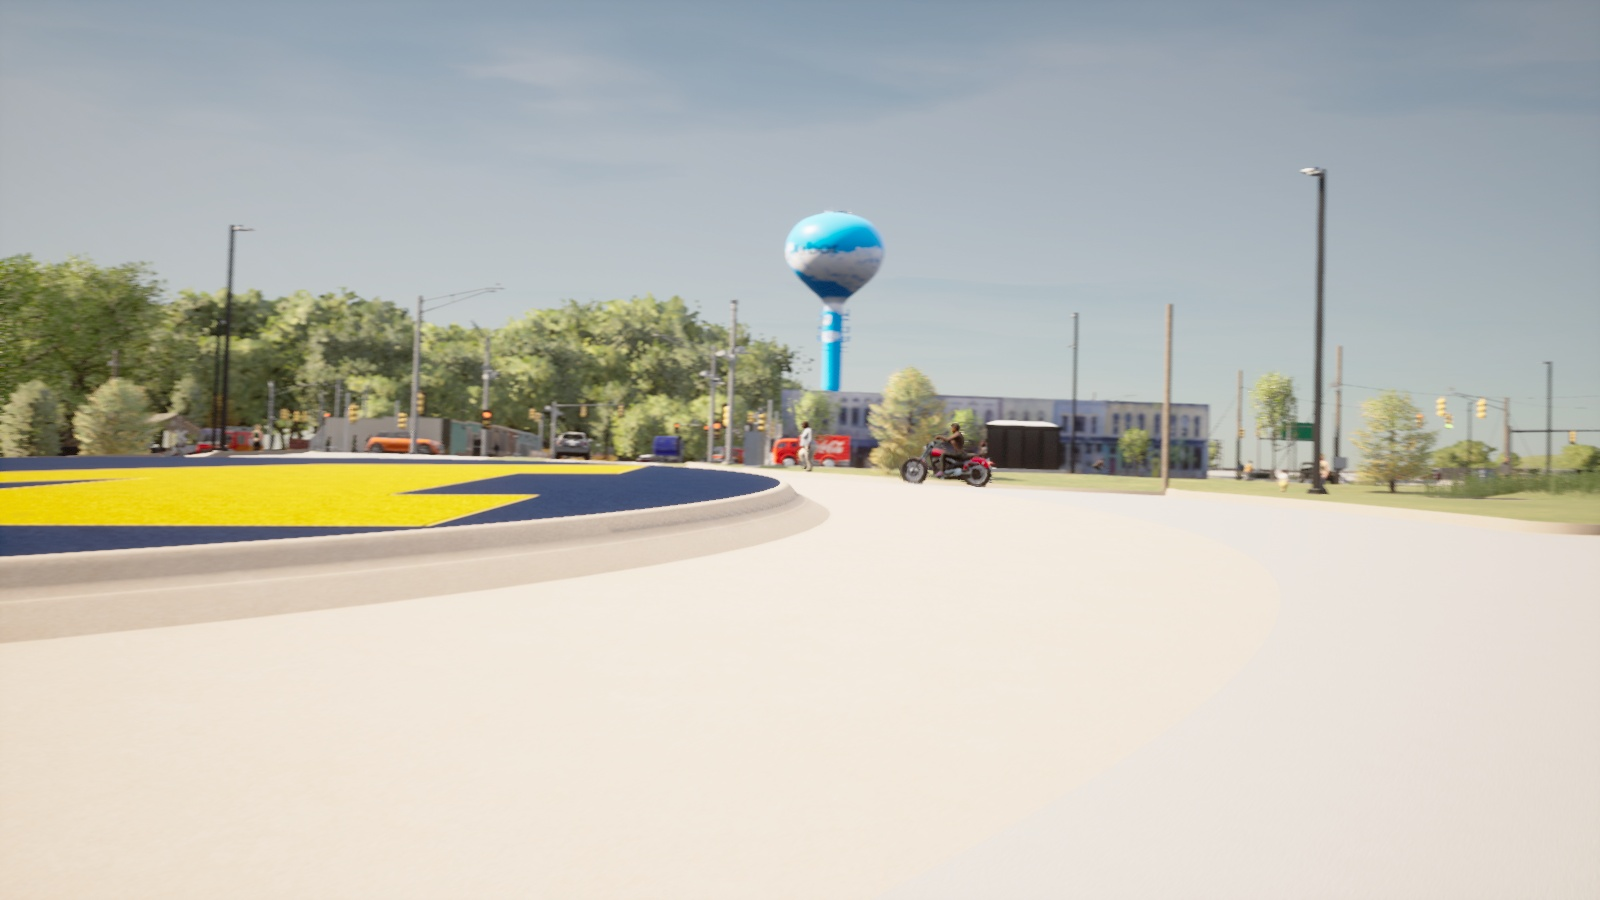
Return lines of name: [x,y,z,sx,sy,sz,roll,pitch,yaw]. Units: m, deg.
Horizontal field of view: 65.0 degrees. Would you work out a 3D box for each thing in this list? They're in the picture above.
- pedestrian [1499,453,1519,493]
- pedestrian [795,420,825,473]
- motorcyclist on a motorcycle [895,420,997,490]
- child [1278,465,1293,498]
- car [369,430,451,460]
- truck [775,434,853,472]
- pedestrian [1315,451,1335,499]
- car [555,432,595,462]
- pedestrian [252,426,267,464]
pedestrian: [33.404,1.099,59.143,0.540,1.848,0.694,1,-2,3]
pedestrian: [0.350,-0.104,45.232,0.900,1.855,0.874,2,-2,-8]
motorcyclist on a motorcycle: [3.661,0.121,31.460,2.350,1.649,0.766,2,-3,23]
child: [18.969,1.232,49.046,0.437,1.263,0.270,2,-2,-15]
car: [-24.943,-0.298,80.401,4.553,1.767,2.097,1,-2,-1]
truck: [0.925,0.248,85.203,5.204,2.467,2.627,0,-2,0]
pedestrian: [20.176,0.955,48.218,0.594,1.836,0.345,2,-2,-7]
car: [-12.105,-0.158,67.707,1.970,1.475,3.806,2,-1,-9]
pedestrian: [-26.391,-0.226,61.320,0.345,1.836,0.594,1,-2,10]
